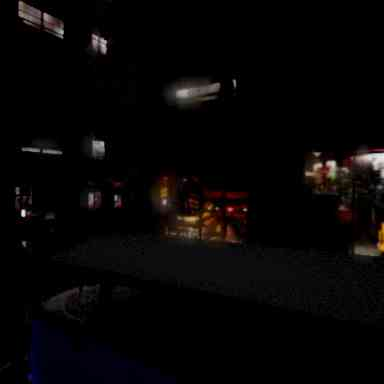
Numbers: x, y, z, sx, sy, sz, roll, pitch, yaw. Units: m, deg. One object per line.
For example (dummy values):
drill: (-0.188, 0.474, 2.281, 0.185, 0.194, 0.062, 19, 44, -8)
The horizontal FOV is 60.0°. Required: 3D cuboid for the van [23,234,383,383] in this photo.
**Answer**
van: (0.318, 1.340, 2.632, 3.998, 1.788, 1.690, 0, 1, 35)
